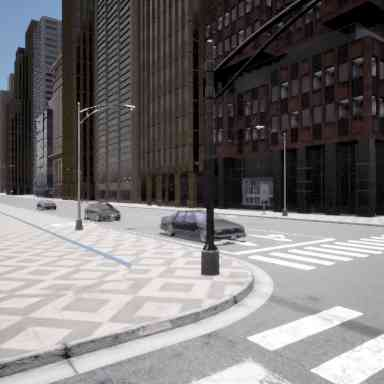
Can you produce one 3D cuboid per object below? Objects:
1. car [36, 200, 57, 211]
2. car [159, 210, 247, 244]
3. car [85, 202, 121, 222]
[{"bbox_3d":[-20.200,1.795,46.028,2.033,1.411,5.357,0,0,-35],"label":"car"},{"bbox_3d":[0.311,1.627,16.817,2.033,1.411,5.357,0,0,-35],"label":"car"},{"bbox_3d":[-7.569,1.652,27.982,1.837,1.490,4.892,0,1,-35],"label":"car"}]
